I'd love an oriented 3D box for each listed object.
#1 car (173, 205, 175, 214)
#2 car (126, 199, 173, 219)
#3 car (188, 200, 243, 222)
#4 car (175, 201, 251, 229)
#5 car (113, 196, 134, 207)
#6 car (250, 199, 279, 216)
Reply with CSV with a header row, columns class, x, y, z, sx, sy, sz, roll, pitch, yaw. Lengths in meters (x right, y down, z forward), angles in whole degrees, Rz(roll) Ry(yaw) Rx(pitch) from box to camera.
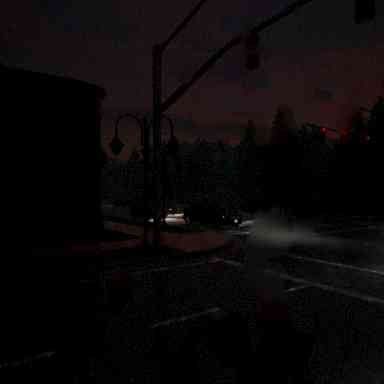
class,x,y,z,sx,sy,sz,roll,pitch,yaw
car,-3.248,1.564,34.620,1.994,1.385,4.181,0,0,-35
car,-3.853,1.564,29.360,1.994,1.385,4.181,0,0,-35
car,1.836,1.505,27.323,1.837,1.490,4.892,0,0,-35
car,1.248,1.491,22.061,2.128,1.511,4.902,0,0,-35
car,-10.485,1.352,51.359,2.097,1.767,4.553,0,0,-35
car,6.417,1.505,33.203,1.837,1.490,4.892,0,0,-34
